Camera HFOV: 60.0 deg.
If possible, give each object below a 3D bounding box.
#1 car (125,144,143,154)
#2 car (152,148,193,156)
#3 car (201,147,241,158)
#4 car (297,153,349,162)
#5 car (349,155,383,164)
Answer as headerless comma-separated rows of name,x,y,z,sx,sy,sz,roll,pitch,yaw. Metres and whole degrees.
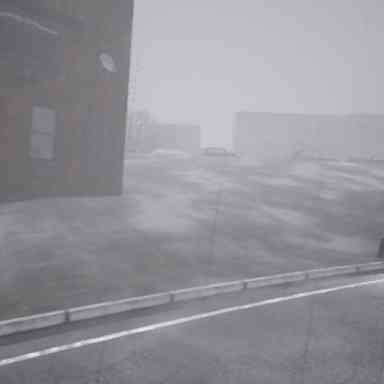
car,-7.880,-4.689,38.112,4.553,1.767,2.185,3,-2,3
car,-2.225,-4.260,37.828,4.674,1.452,2.002,3,-2,3
car,3.264,-4.170,37.563,4.553,1.767,2.185,3,-2,3
car,14.174,-3.533,37.021,4.892,1.521,2.231,3,-2,3
car,19.681,-3.262,36.758,4.892,1.521,2.231,3,-2,3
